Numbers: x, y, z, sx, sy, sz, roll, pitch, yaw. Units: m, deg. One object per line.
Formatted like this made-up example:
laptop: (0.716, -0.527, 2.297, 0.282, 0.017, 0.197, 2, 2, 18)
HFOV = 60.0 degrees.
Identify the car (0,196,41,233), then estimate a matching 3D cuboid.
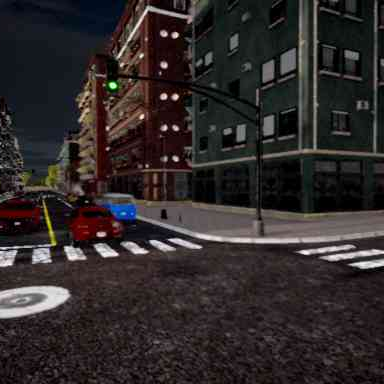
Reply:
car: (-9.353, 1.203, 18.136, 1.882, 1.535, 5.008, -1, 1, -24)

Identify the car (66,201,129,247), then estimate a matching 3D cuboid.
car: (-4.163, 1.305, 13.882, 1.812, 1.442, 4.674, -1, 1, -24)

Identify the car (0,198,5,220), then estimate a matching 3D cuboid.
car: (-14.308, 1.204, 23.105, 1.887, 1.381, 4.507, -1, 1, -25)

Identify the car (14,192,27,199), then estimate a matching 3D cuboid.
car: (-32.916, 0.623, 63.787, 1.947, 1.339, 4.313, -1, 1, -25)

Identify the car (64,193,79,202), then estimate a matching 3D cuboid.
car: (-18.756, 0.804, 51.696, 1.802, 1.307, 4.206, -1, 1, -25)

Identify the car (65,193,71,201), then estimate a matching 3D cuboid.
car: (-16.498, 0.820, 46.758, 1.752, 1.417, 4.829, -1, 1, -25)

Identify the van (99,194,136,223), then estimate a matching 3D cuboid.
van: (-4.780, 1.009, 21.137, 1.690, 1.788, 3.998, -1, 1, -25)

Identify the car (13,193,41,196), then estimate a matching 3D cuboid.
car: (-13.565, 1.084, 27.346, 2.128, 1.511, 4.902, -1, 1, -25)

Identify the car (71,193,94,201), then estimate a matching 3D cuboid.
car: (-11.768, 1.013, 36.419, 1.947, 1.339, 4.313, -1, 1, -25)
